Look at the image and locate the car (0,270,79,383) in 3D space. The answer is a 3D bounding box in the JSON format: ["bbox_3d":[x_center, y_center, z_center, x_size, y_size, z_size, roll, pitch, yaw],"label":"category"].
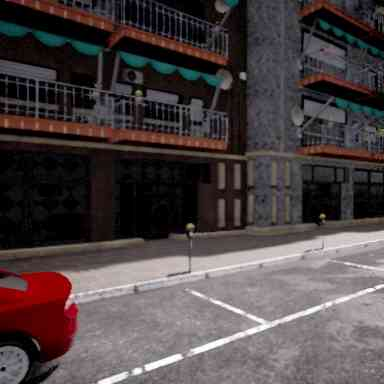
[{"bbox_3d":[-3.577,1.549,3.539,4.507,1.381,1.887,0,1,-35],"label":"car"}]
